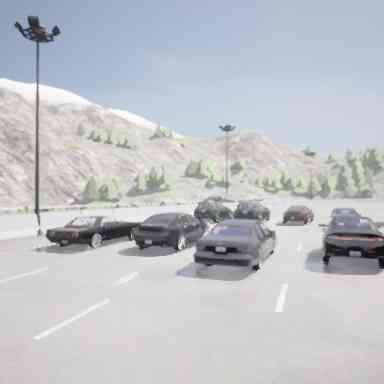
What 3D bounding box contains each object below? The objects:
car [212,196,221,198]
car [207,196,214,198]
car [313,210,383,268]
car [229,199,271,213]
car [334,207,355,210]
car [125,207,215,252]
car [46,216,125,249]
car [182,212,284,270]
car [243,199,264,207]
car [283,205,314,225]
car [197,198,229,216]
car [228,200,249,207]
[{"bbox_3d":[6.797,2.117,68.542,1.882,1.535,5.008,0,-1,40],"label":"car"},{"bbox_3d":[4.276,1.886,70.973,2.150,2.045,5.566,0,-1,40],"label":"car"},{"bbox_3d":[5.657,1.605,11.914,2.128,1.511,4.902,0,-1,22],"label":"car"},{"bbox_3d":[5.067,1.611,27.600,2.097,1.767,4.553,0,-1,28],"label":"car"},{"bbox_3d":[10.422,1.764,22.764,2.033,1.411,5.357,0,-1,27],"label":"car"},{"bbox_3d":[-0.725,1.644,14.791,1.837,1.490,4.892,0,0,22],"label":"car"},{"bbox_3d":[-4.263,1.743,15.392,1.895,1.301,4.718,0,-1,22],"label":"car"},{"bbox_3d":[1.728,1.657,11.564,2.033,1.411,5.357,0,-1,22],"label":"car"},{"bbox_3d":[11.868,2.100,63.656,1.837,1.490,4.892,-1,-1,40],"label":"car"},{"bbox_3d":[8.583,1.778,26.773,1.812,1.442,4.674,0,0,28],"label":"car"},{"bbox_3d":[1.900,1.623,29.094,2.097,1.767,4.553,0,-1,28],"label":"car"},{"bbox_3d":[9.322,2.217,66.087,1.895,1.301,4.718,0,-1,40],"label":"car"}]
